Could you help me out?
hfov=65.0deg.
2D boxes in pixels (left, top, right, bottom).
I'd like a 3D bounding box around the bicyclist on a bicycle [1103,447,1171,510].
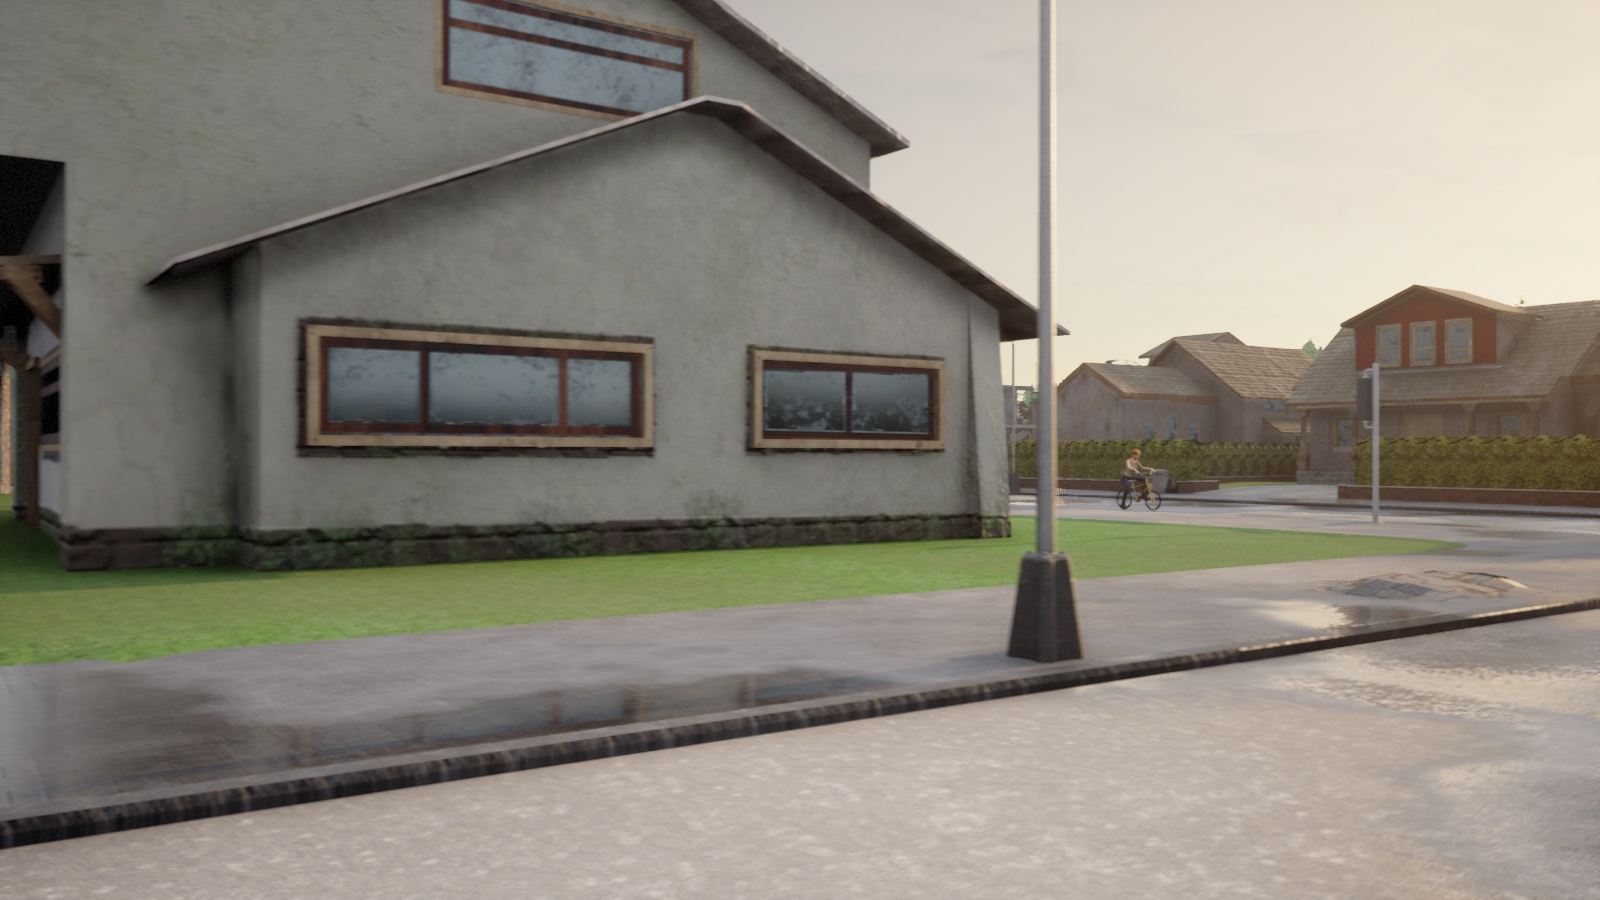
[{"bbox_3d":[8.895,0.744,33.181,0.866,1.612,1.509,0,0,-35],"label":"bicyclist on a bicycle"}]
